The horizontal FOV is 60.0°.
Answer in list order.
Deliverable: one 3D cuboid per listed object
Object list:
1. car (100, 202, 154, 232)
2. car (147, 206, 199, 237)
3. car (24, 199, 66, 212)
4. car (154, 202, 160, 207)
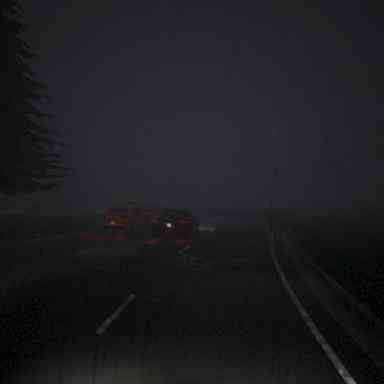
[{"bbox_3d":[-4.072,1.574,20.847,1.882,1.535,5.008,1,0,8],"label":"car"},{"bbox_3d":[-0.803,1.662,18.711,1.994,1.385,4.181,0,0,10],"label":"car"},{"bbox_3d":[-18.362,1.659,41.608,4.892,1.490,1.837,1,-1,-9],"label":"car"},{"bbox_3d":[-6.329,1.713,35.219,5.357,1.411,2.033,0,0,36],"label":"car"}]
